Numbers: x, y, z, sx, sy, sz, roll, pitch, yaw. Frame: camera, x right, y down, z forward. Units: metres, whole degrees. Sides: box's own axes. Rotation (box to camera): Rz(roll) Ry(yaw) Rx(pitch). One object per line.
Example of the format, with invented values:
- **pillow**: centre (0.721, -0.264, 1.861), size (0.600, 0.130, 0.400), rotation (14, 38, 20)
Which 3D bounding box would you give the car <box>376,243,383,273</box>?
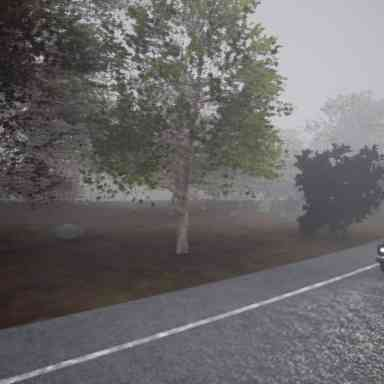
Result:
- **car**: centre (7.087, 1.608, 9.589), size (4.718, 1.301, 1.895), rotation (0, 0, -41)
